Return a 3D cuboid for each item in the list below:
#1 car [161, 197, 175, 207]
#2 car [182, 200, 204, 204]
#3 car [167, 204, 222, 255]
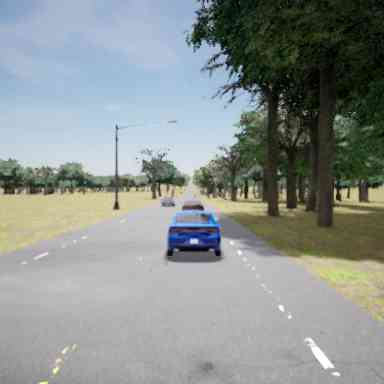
[{"bbox_3d":[-3.568,1.449,50.034,1.812,1.442,4.674,0,0,0],"label":"car"},{"bbox_3d":[0.081,1.419,29.225,1.882,1.535,5.008,0,0,0],"label":"car"},{"bbox_3d":[0.074,1.449,13.164,1.882,1.535,5.008,0,0,0],"label":"car"}]
